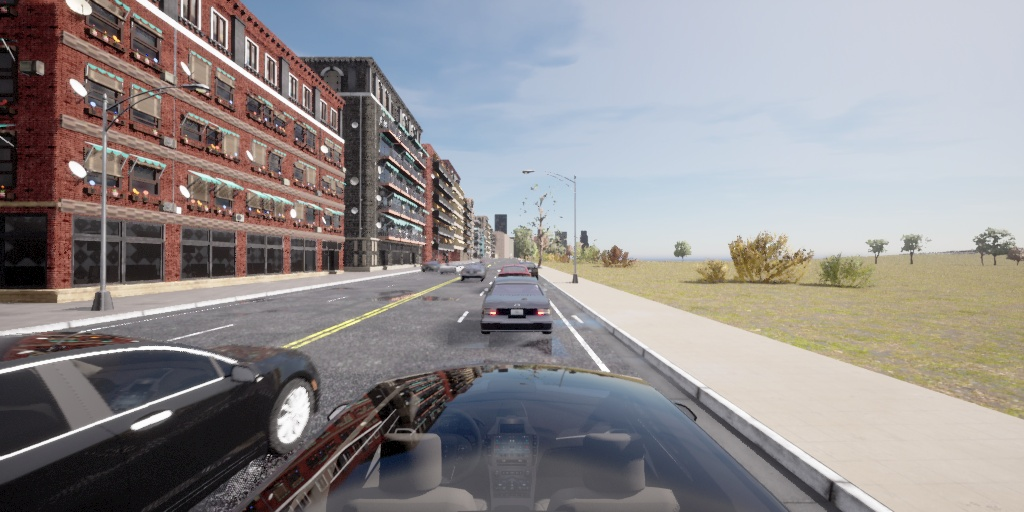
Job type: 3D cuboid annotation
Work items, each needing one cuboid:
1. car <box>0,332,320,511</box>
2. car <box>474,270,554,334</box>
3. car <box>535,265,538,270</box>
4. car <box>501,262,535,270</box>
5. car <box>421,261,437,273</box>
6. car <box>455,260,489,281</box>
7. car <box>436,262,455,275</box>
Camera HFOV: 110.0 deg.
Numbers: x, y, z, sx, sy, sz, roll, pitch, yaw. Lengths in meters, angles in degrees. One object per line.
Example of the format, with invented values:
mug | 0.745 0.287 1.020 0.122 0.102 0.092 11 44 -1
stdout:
car | -3.153 1.254 2.230 1.837 1.490 4.892 0 0 0
car | 0.118 1.299 10.540 2.033 1.411 5.357 0 0 0
car | 1.200 1.232 30.517 1.882 1.535 5.008 0 0 0
car | 0.144 1.231 21.080 1.882 1.535 5.008 0 0 0
car | -9.758 1.318 43.903 1.994 1.385 4.181 0 0 0
car | -3.089 1.300 29.661 2.033 1.411 5.357 0 0 -1
car | -6.520 1.355 38.837 1.895 1.301 4.718 0 0 0
